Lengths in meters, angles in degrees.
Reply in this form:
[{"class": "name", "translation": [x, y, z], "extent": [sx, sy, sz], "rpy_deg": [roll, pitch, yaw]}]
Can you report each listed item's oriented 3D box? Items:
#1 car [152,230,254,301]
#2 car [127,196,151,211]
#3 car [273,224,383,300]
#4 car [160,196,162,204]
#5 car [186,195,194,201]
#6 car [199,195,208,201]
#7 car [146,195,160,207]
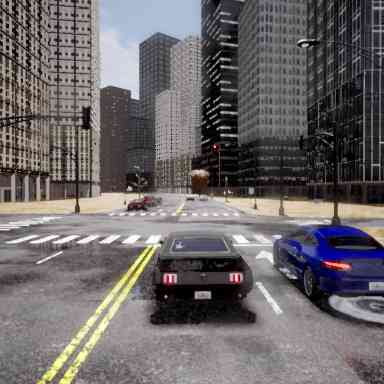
[{"class": "car", "translation": [0.106, 1.598, 8.302], "extent": [1.895, 1.301, 4.718], "rpy_deg": [0, 0, -3]}, {"class": "car", "translation": [-6.561, 1.530, 40.362], "extent": [1.994, 1.385, 4.181], "rpy_deg": [0, 0, 0]}, {"class": "car", "translation": [3.349, 1.523, 8.272], "extent": [1.812, 1.442, 4.674], "rpy_deg": [0, 0, 1]}, {"class": "car", "translation": [-6.540, 1.416, 60.902], "extent": [2.128, 1.511, 4.902], "rpy_deg": [0, 0, 0]}, {"class": "car", "translation": [-0.477, 1.469, 80.459], "extent": [1.895, 1.301, 4.718], "rpy_deg": [0, 0, -4]}, {"class": "car", "translation": [2.772, 1.397, 80.574], "extent": [1.812, 1.442, 4.674], "rpy_deg": [0, 0, -4]}, {"class": "car", "translation": [-6.551, 1.299, 50.611], "extent": [2.097, 1.767, 4.553], "rpy_deg": [0, 0, 0]}]
